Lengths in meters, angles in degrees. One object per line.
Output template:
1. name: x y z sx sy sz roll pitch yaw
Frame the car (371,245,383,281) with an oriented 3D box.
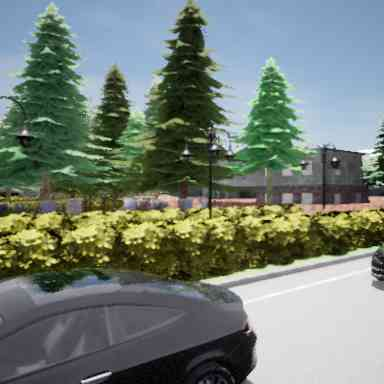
1. car: 6.566 1.523 8.659 4.892 1.490 1.837 0 0 -35

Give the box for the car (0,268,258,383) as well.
1. car: -1.418 1.526 2.967 4.674 1.442 1.812 0 0 -35
